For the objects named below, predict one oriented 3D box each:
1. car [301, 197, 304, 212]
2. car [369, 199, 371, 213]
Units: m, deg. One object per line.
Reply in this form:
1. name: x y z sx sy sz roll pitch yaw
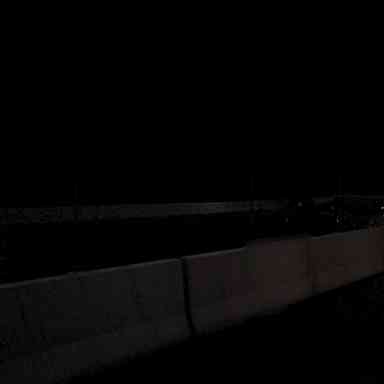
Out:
1. car: 12.757 1.386 39.067 2.097 1.767 4.553 0 0 42
2. car: 18.662 1.502 35.154 1.882 1.535 5.008 0 0 42
